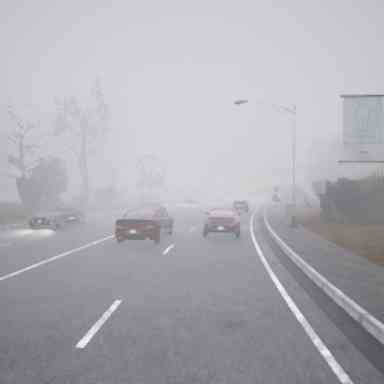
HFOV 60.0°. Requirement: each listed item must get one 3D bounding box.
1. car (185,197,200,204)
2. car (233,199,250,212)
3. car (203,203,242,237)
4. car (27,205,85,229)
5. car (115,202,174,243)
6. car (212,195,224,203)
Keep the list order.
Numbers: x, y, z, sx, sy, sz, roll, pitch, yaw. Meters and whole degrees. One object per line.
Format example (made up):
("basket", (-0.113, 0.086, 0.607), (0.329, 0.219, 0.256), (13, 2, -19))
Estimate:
("car", (0.167, 1.593, 61.983), (1.895, 1.301, 4.718), (0, 0, 14))
("car", (5.722, 1.519, 38.962), (2.128, 1.511, 4.902), (0, 0, 13))
("car", (1.676, 1.535, 18.010), (1.812, 1.442, 4.674), (0, 0, 8))
("car", (-8.621, 1.526, 21.456), (1.994, 1.385, 4.181), (0, 0, 9))
("car", (-2.122, 1.470, 16.056), (1.882, 1.535, 5.008), (0, 0, 7))
("car", (5.401, 1.468, 68.852), (2.128, 1.511, 4.902), (0, 0, 13))
